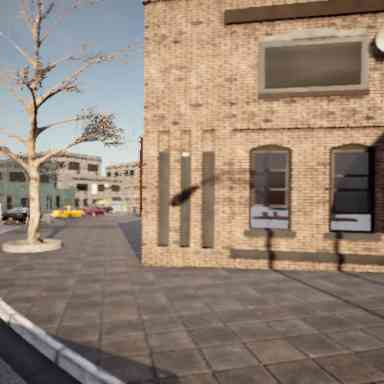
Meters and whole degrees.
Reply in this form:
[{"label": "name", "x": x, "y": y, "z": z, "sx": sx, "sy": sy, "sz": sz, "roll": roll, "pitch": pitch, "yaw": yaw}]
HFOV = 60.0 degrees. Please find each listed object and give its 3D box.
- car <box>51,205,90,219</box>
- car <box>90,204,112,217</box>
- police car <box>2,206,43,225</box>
[{"label": "car", "x": -14.822, "y": 2.416, "z": 40.198, "sx": 1.801, "sy": 1.575, "sz": 5.366, "roll": 1, "pitch": -1, "yaw": 11}, {"label": "car", "x": -13.435, "y": 2.642, "z": 45.441, "sx": 1.812, "sy": 1.442, "sz": 4.674, "roll": 1, "pitch": -1, "yaw": 18}, {"label": "police car", "x": -15.520, "y": 2.134, "z": 30.819, "sx": 1.930, "sy": 1.638, "sz": 5.238, "roll": 1, "pitch": -1, "yaw": -3}]
